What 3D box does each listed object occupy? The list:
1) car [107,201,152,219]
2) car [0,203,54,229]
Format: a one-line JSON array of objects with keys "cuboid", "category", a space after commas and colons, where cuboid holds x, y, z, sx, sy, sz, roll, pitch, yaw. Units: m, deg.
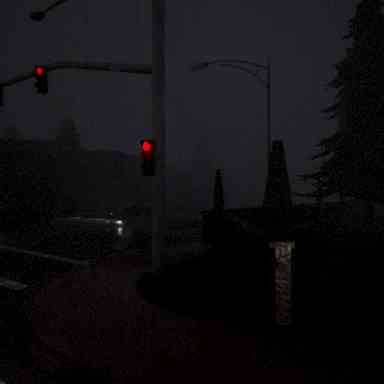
[{"cuboid": [-5.335, 1.532, 29.586, 1.812, 1.442, 4.674, 0, 0, 36], "category": "car"}, {"cuboid": [-11.314, 1.512, 21.185, 1.837, 1.490, 4.892, 0, 0, 35], "category": "car"}]
